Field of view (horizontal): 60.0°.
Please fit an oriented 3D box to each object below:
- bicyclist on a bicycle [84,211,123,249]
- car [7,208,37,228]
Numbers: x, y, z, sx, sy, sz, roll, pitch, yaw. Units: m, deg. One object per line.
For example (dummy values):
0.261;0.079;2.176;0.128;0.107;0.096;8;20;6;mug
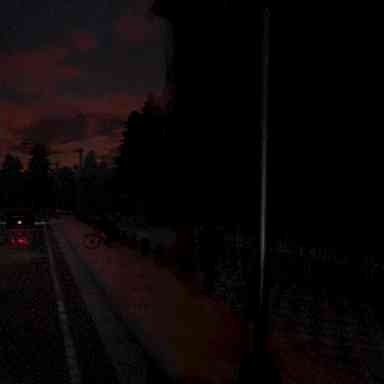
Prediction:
-3.815;1.670;14.419;1.656;1.620;0.582;2;-2;-25;bicyclist on a bicycle
-13.640;2.018;26.624;1.837;1.490;4.892;2;-2;-25;car
